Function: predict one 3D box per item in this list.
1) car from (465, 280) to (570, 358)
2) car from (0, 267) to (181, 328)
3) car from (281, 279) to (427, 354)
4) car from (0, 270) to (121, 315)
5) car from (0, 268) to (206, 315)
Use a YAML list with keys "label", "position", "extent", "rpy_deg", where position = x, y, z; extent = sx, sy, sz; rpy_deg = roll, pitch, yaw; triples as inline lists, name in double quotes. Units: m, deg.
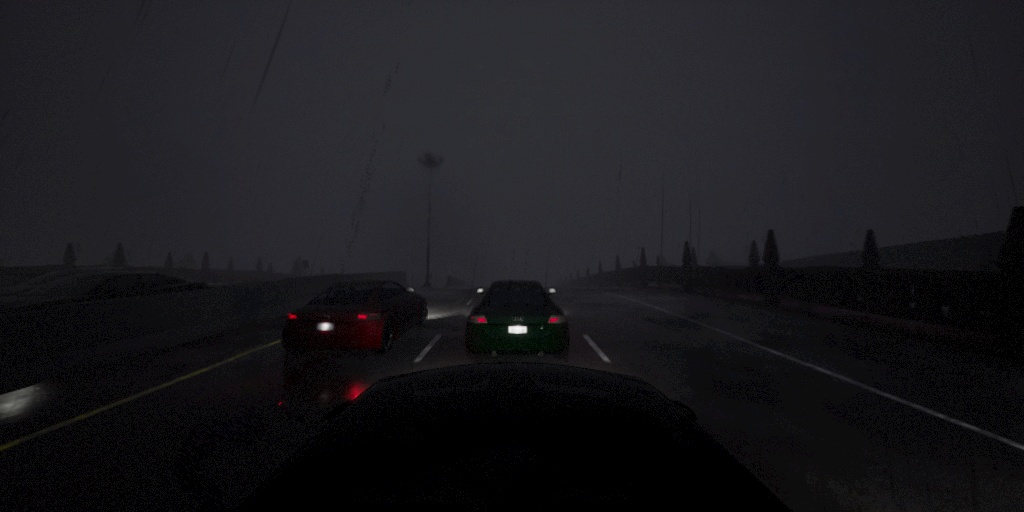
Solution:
- label: "car"
  position: [0.099, 1.228, 8.265]
  extent: [1.994, 1.385, 4.181]
  rpy_deg: [0, 1, 0]
- label: "car"
  position: [-14.063, 1.156, 11.787]
  extent: [1.837, 1.490, 4.892]
  rpy_deg: [0, -1, 0]
- label: "car"
  position: [-3.401, 1.228, 8.539]
  extent: [1.994, 1.385, 4.181]
  rpy_deg: [0, 1, 0]
- label: "car"
  position: [-17.556, 1.256, 12.860]
  extent: [1.895, 1.301, 4.718]
  rpy_deg: [0, 0, 0]
- label: "car"
  position: [-10.576, 1.139, 9.234]
  extent: [1.882, 1.535, 5.008]
  rpy_deg: [0, 1, 0]
